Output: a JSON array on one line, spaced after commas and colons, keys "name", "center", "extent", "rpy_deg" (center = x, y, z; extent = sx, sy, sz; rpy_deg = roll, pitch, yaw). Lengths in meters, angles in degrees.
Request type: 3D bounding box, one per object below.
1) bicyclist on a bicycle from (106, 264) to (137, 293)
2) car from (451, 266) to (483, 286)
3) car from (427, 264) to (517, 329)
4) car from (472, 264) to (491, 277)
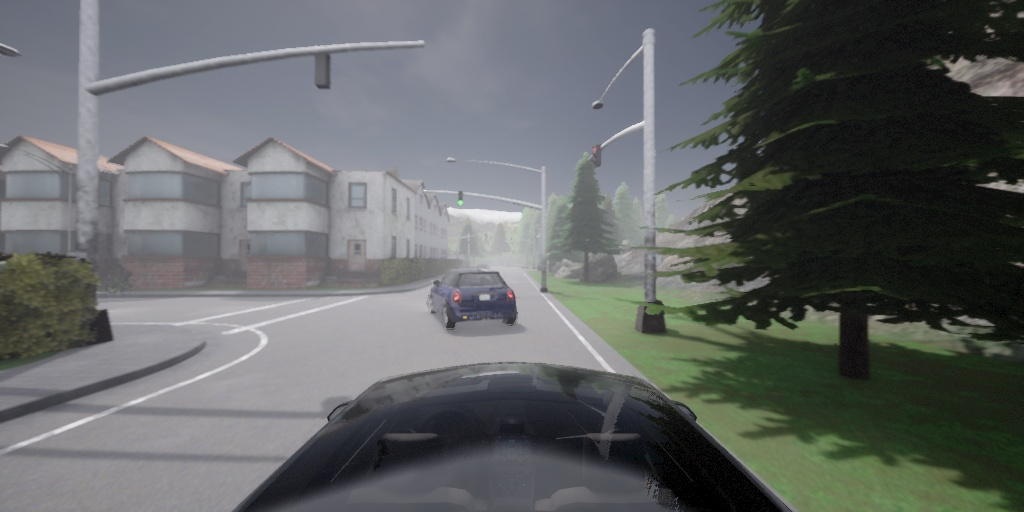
[{"name": "bicyclist on a bicycle", "center": [-21.949, 1.248, 20.184], "extent": [0.582, 1.620, 1.656], "rpy_deg": [0, 0, -1]}, {"name": "car", "center": [-3.614, 1.590, 29.778], "extent": [2.033, 1.411, 5.357], "rpy_deg": [0, -1, 0]}, {"name": "car", "center": [-1.507, 1.209, 12.078], "extent": [2.097, 1.767, 4.553], "rpy_deg": [0, -1, -20]}, {"name": "car", "center": [-3.613, 1.692, 43.623], "extent": [1.837, 1.490, 4.892], "rpy_deg": [0, -1, 0]}]
